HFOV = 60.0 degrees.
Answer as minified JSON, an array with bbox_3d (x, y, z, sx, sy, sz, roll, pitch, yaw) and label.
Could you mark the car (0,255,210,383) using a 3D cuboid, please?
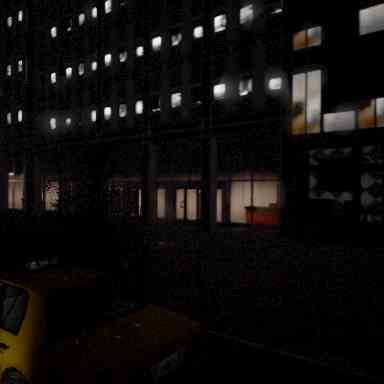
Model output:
[{"bbox_3d":[-2.091,1.522,4.357,4.829,1.417,1.752,0,1,35],"label":"car"}]
